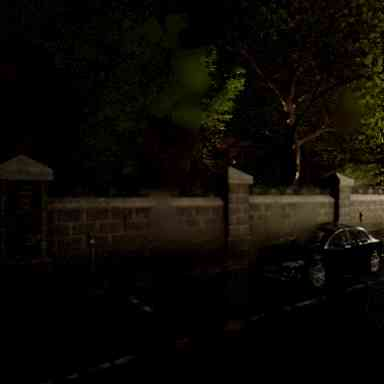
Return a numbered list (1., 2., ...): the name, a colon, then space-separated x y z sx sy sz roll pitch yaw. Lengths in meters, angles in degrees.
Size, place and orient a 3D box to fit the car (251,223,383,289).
1. car: 3.527 1.551 9.058 4.403 1.369 2.008 0 0 -35
